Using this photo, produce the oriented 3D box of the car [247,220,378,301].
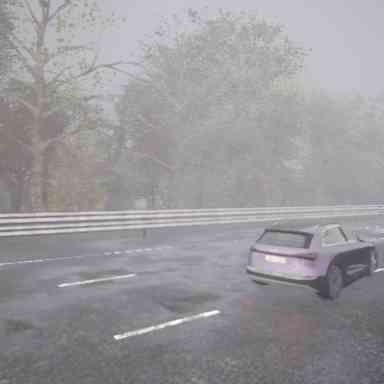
[{"bbox_3d":[3.313,1.543,8.754,2.033,1.649,4.856,0,-1,43],"label":"car"}]
